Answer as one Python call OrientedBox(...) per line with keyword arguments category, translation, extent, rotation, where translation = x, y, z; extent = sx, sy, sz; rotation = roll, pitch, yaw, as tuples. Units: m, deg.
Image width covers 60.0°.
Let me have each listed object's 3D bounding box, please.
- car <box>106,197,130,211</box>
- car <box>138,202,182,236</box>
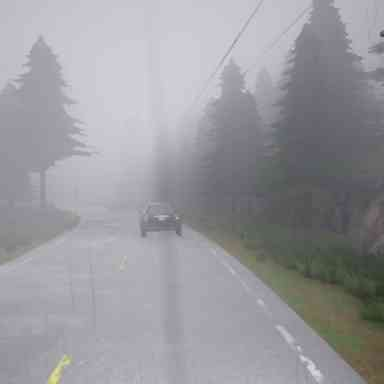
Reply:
OrientedBox(category="car", translation=(-9.271, 1.411, 41.277), extent=(2.097, 1.767, 4.553), rotation=(0, 0, -26))
OrientedBox(category="car", translation=(-1.909, 1.365, 18.735), extent=(2.097, 1.767, 4.553), rotation=(0, 0, -11))
